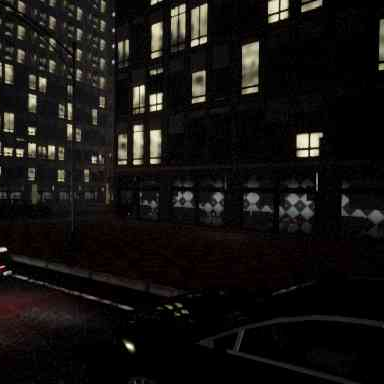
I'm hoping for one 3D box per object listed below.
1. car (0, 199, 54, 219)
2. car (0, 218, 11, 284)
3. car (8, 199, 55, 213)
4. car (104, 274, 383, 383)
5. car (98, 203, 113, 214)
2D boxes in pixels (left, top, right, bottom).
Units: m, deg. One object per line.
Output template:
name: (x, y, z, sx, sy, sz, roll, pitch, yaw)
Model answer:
car: (-15.635, 1.519, 30.546, 2.192, 1.841, 5.009, 1, 0, 36)
car: (-6.346, 1.487, 8.185, 4.902, 1.511, 2.128, 0, 0, 36)
car: (-19.144, 1.642, 39.917, 1.752, 1.417, 4.829, 1, 0, 36)
car: (1.335, 1.491, 2.728, 4.902, 1.511, 2.128, 0, 0, 35)
car: (-8.848, 1.830, 39.766, 1.752, 1.417, 4.829, 1, 0, 36)
